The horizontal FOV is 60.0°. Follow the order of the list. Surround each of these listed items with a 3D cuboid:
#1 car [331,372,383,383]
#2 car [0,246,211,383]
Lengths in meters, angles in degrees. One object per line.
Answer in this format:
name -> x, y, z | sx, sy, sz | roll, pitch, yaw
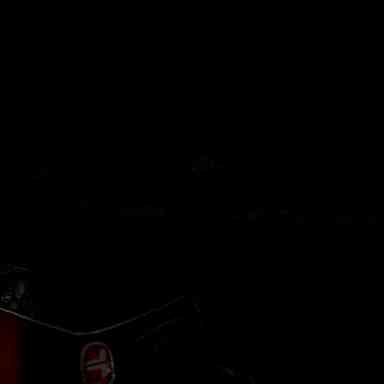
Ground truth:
car -> 2.572, 1.552, 1.130 | 4.403, 1.369, 2.008 | 0, 0, 35
car -> -1.871, 1.439, 4.297 | 4.097, 1.590, 1.967 | 0, 0, 35
